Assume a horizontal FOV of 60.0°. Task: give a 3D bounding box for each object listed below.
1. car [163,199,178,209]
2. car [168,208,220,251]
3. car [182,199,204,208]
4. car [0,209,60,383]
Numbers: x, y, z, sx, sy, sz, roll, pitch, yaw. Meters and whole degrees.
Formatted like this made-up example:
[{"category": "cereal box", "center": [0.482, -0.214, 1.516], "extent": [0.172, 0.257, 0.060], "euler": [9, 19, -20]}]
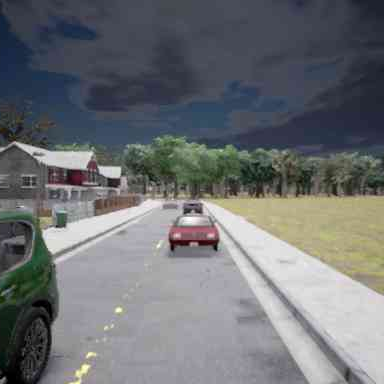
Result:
[{"category": "car", "center": [-2.845, 1.548, 44.295], "extent": [1.895, 1.301, 4.718], "euler": [0, 0, 0]}, {"category": "car", "center": [0.097, 1.584, 14.087], "extent": [1.895, 1.301, 4.718], "euler": [0, 0, 1]}, {"category": "car", "center": [0.098, 1.464, 32.064], "extent": [1.837, 1.490, 4.892], "euler": [0, -1, 0]}, {"category": "car", "center": [-2.850, 1.219, 2.291], "extent": [2.150, 2.045, 5.566], "euler": [0, 0, 0]}]
